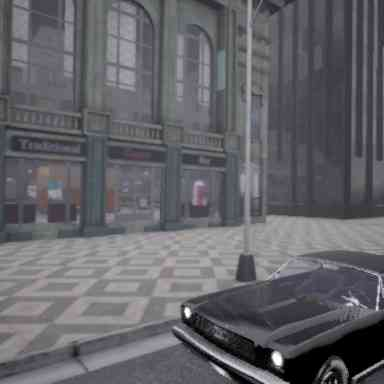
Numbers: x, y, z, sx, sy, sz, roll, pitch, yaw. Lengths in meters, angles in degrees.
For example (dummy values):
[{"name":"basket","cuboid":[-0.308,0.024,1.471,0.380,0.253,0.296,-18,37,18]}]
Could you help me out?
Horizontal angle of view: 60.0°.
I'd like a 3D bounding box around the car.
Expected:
[{"name":"car","cuboid":[2.102,1.627,4.876,4.718,1.301,1.895,0,0,-35]}]
